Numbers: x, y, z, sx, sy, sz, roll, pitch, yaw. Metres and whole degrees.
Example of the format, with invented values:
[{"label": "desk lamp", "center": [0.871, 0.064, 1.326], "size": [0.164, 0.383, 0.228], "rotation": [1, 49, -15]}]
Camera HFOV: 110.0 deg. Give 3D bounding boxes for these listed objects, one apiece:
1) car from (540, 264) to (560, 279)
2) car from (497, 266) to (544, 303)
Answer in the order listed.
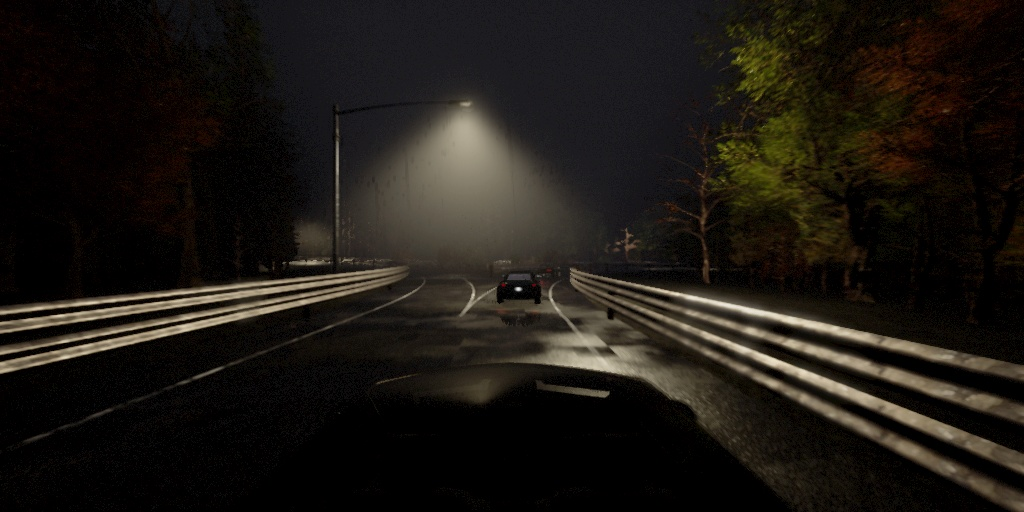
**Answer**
[{"label": "car", "center": [3.745, 1.559, 36.744], "size": [1.837, 1.490, 4.892], "rotation": [-2, -1, 16]}, {"label": "car", "center": [0.420, 1.380, 17.320], "size": [1.994, 1.385, 4.181], "rotation": [0, 0, 4]}]
